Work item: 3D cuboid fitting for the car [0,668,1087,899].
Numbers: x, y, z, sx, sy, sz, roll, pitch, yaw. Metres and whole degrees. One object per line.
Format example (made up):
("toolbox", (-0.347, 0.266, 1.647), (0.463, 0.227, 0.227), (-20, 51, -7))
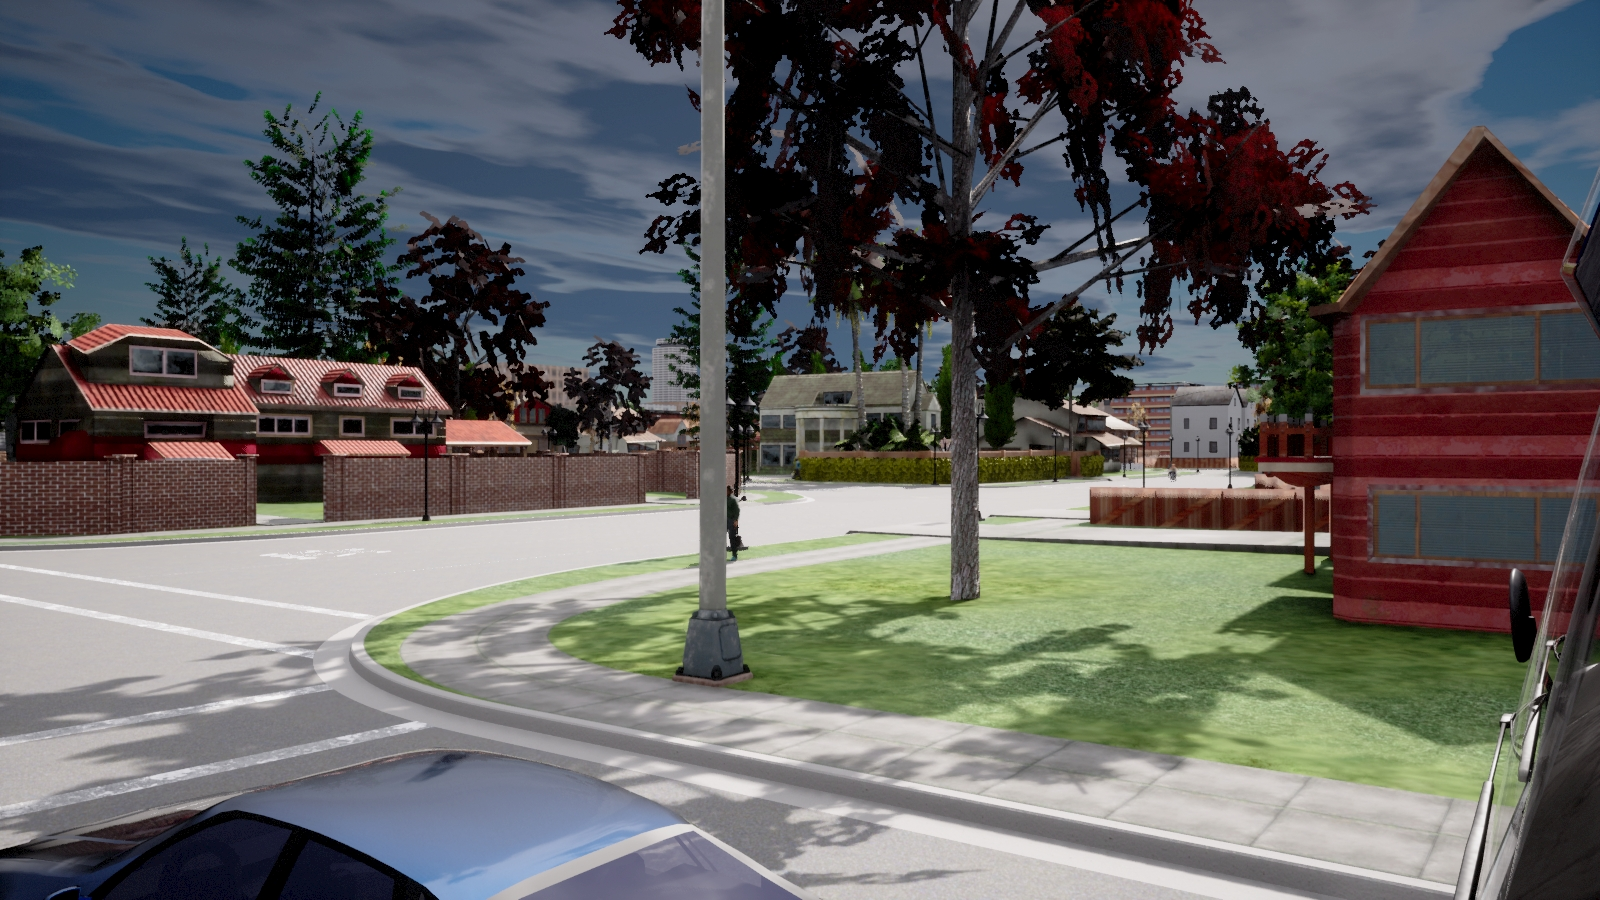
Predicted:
("car", (-1.713, 2.106, 4.943), (5.357, 1.411, 2.033), (0, 0, 36))

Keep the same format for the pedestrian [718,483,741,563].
("pedestrian", (-1.659, 1.704, 26.890), (0.375, 1.860, 0.375), (0, 0, 35))
